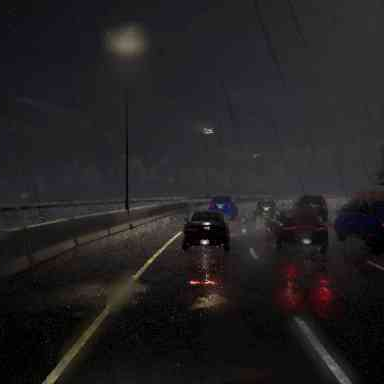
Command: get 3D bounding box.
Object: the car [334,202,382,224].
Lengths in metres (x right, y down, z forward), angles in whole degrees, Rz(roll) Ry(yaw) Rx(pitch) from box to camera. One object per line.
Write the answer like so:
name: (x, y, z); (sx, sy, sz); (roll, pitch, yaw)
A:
car: (13.025, 1.563, 26.543); (2.033, 1.411, 5.357); (0, 0, 11)

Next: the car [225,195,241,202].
car: (9.712, 1.537, 78.899); (2.033, 1.411, 5.357); (0, 0, 29)

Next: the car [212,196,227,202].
car: (6.655, 1.587, 80.602); (1.895, 1.301, 4.718); (0, 0, 29)

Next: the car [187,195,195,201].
car: (0.584, 1.481, 84.088); (1.837, 1.490, 4.892); (0, 0, 29)

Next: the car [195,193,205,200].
car: (3.613, 1.211, 82.332); (2.150, 2.045, 5.566); (0, 0, 29)

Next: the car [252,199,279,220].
car: (6.142, 1.366, 27.817); (2.097, 1.767, 4.553); (0, 0, 11)

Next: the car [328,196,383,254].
car: (7.651, 1.257, 13.513); (2.150, 2.045, 5.566); (0, 0, 5)

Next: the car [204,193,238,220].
car: (2.714, 1.257, 28.527); (2.150, 2.045, 5.566); (0, 0, 11)

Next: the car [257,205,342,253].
car: (4.163, 1.494, 13.810); (2.128, 1.511, 4.902); (0, 0, 5)

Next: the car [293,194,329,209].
car: (9.592, 1.257, 27.224); (2.150, 2.045, 5.566); (0, 0, 11)

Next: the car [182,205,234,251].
car: (0.679, 1.516, 14.137); (1.837, 1.490, 4.892); (0, 0, 5)
